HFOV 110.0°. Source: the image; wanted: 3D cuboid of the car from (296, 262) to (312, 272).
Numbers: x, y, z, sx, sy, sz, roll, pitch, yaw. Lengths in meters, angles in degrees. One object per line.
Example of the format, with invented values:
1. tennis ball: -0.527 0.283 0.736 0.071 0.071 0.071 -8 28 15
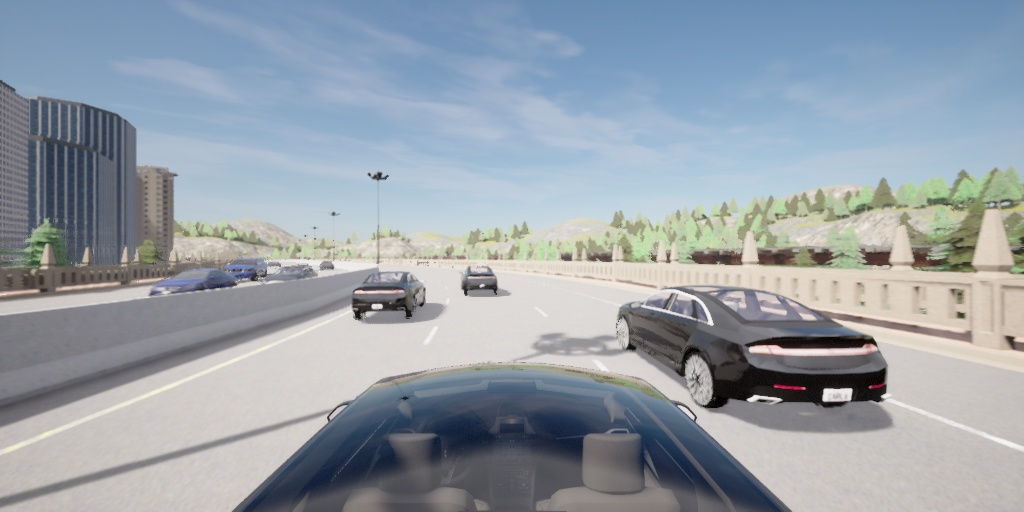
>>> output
1. car: -32.171 1.673 55.343 1.895 1.301 4.718 0 0 -33

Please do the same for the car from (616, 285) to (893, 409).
1. car: 3.308 1.244 6.163 2.128 1.511 4.902 0 0 -2

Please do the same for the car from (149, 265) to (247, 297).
1. car: -15.918 1.400 18.299 1.812 1.442 4.674 0 0 -12

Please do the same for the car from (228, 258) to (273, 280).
1. car: -23.351 1.174 31.668 2.150 2.045 5.566 0 0 -21

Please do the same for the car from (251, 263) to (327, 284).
1. car: -13.022 1.365 21.378 2.128 1.511 4.902 0 0 -13

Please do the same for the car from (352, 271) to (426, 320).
1. car: -4.301 1.300 13.075 2.128 1.511 4.902 0 0 -7

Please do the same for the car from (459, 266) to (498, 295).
1. car: -1.959 1.317 20.567 2.128 1.511 4.902 0 0 -11
